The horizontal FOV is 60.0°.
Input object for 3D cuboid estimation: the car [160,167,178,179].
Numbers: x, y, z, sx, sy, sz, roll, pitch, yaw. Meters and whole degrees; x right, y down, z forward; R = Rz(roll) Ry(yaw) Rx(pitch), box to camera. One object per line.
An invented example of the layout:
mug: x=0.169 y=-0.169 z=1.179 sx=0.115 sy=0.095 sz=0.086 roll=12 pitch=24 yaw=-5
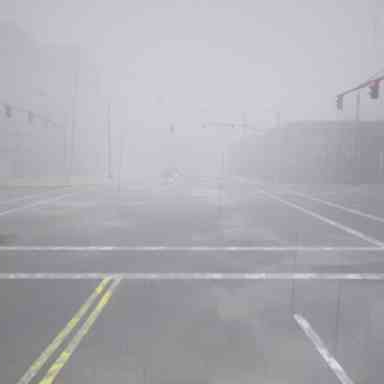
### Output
car: x=-3.581 y=-2.696 z=49.467 sx=2.033 sy=1.411 sz=5.357 roll=0 pitch=5 yaw=0
